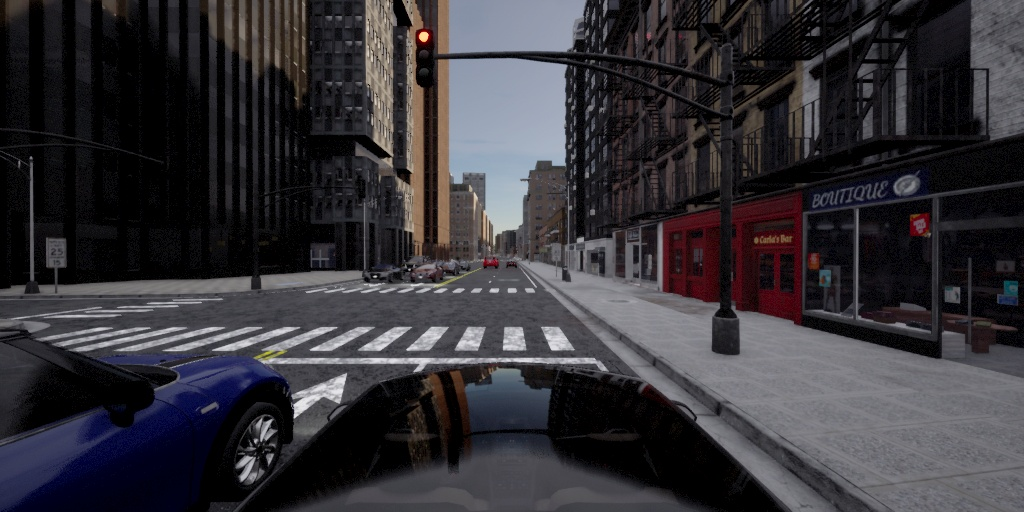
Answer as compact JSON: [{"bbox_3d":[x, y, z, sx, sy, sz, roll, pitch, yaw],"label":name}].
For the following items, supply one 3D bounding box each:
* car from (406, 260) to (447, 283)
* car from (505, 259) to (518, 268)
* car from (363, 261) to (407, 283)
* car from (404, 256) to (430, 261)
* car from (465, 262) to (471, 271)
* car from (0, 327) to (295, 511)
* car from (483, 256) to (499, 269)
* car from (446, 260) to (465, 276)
[{"bbox_3d":[-6.674,1.282,28.490,1.812,1.442,4.674,0,0,0],"label":"car"},{"bbox_3d":[-0.086,1.273,61.844,1.837,1.490,4.892,0,0,0],"label":"car"},{"bbox_3d":[-9.915,1.320,28.001,1.994,1.385,4.181,0,0,1],"label":"car"},{"bbox_3d":[-9.952,0.982,37.673,2.150,2.045,5.566,0,0,0],"label":"car"},{"bbox_3d":[-6.728,1.328,48.388,1.994,1.385,4.181,0,0,0],"label":"car"},{"bbox_3d":[-3.146,1.102,1.601,2.097,1.767,4.553,0,0,0],"label":"car"},{"bbox_3d":[-3.423,0.989,58.060,2.150,2.045,5.566,0,0,0],"label":"car"},{"bbox_3d":[-6.705,1.308,38.428,2.033,1.411,5.357,0,0,0],"label":"car"}]
